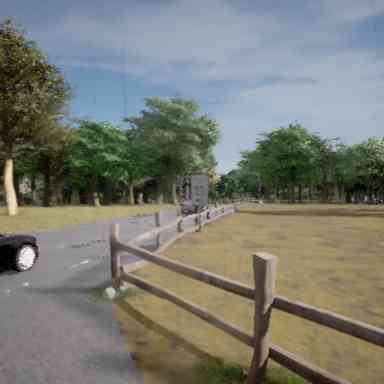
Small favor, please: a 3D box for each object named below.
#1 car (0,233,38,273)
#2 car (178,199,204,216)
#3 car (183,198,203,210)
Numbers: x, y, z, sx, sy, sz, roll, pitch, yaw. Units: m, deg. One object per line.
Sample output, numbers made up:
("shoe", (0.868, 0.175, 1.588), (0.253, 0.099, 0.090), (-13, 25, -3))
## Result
("car", (-5.536, 1.349, 7.266), (1.882, 1.535, 5.008), (-2, -1, 12))
("car", (-0.092, 1.593, 32.979), (2.128, 1.511, 4.902), (-2, -1, 12))
("car", (0.218, 1.776, 51.323), (2.097, 1.767, 4.553), (-2, -1, 12))
